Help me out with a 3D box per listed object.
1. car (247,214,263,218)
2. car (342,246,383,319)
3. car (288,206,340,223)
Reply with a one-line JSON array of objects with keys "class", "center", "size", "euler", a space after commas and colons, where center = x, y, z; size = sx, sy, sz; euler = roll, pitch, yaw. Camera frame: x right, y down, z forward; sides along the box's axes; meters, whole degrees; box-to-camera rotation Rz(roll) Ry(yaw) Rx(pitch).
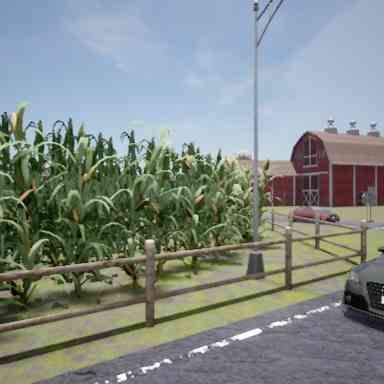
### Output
[{"class": "car", "center": [5.503, 2.040, 35.488], "size": [1.895, 1.301, 4.718], "euler": [1, -1, -27]}, {"class": "car", "center": [4.807, 1.577, 6.464], "size": [4.181, 1.385, 1.994], "euler": [0, 0, -35]}, {"class": "car", "center": [9.961, 1.850, 27.465], "size": [1.994, 1.385, 4.181], "euler": [1, -1, -29]}]
